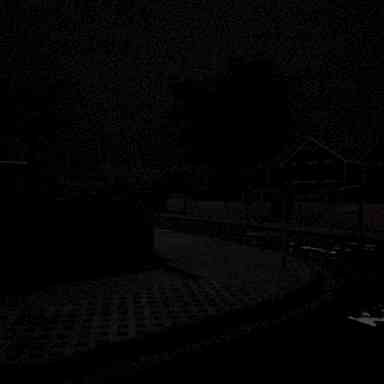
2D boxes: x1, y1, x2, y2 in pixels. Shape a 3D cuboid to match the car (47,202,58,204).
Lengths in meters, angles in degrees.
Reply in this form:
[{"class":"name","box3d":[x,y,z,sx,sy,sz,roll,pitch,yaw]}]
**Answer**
[{"class":"car","box3d":[-19.477,2.159,46.916,2.033,1.411,5.357,1,-2,-42]}]
